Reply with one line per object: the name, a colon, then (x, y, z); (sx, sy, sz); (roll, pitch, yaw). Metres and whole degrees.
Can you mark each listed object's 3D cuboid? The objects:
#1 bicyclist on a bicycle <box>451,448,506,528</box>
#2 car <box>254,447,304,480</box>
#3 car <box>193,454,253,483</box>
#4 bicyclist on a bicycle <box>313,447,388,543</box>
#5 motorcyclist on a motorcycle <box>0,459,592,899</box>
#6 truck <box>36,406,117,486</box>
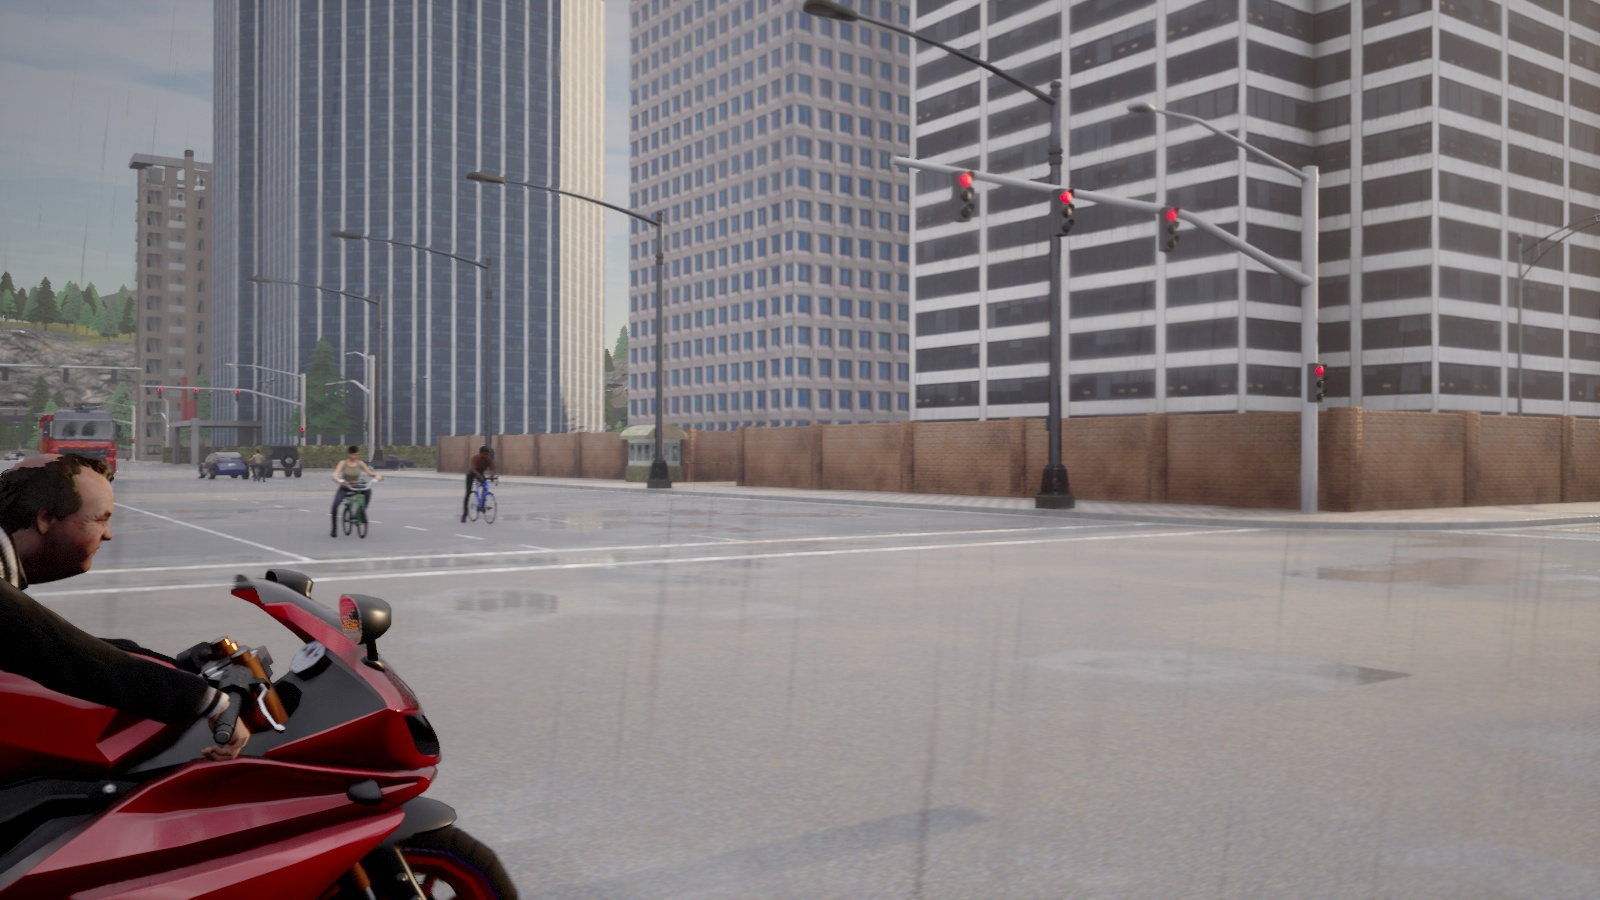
bicyclist on a bicycle: (-6.786, 0.778, 26.482); (0.582, 1.620, 1.656); (0, 0, -35)
car: (-30.343, 0.787, 73.046); (1.905, 1.878, 3.866); (0, 0, -35)
car: (-31.587, 0.982, 68.692); (2.163, 1.488, 4.792); (0, 0, -35)
bicyclist on a bicycle: (-7.813, 0.752, 21.810); (0.866, 1.612, 1.509); (0, 0, -34)
motorcyclist on a motorcycle: (-1.612, 0.789, 2.537); (2.191, 1.530, 0.866); (0, 0, -35)
truck: (-37.494, -0.180, 64.929); (2.891, 3.827, 8.468); (0, 0, -35)
